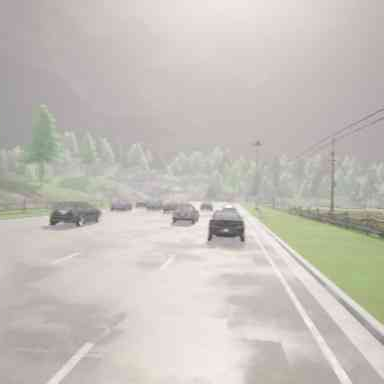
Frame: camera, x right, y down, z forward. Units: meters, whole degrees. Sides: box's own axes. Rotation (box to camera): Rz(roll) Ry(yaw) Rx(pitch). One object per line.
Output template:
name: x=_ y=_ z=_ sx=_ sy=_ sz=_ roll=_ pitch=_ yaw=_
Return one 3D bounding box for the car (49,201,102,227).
car: x=-8.063 y=1.399 z=23.547 sx=2.097 sy=1.767 sz=4.553 roll=2 pitch=-1 yaw=7

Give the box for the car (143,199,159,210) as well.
car: x=-5.163 y=1.983 z=48.851 sx=2.033 sy=1.411 sz=5.357 roll=2 pitch=-1 yaw=7

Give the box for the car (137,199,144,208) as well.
car: x=-8.004 y=1.951 z=54.948 sx=1.812 sy=1.442 sz=4.674 roll=2 pitch=-1 yaw=7

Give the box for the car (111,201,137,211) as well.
car: x=-9.230 y=1.823 z=44.085 sx=1.994 sy=1.385 sz=4.181 roll=2 pitch=-1 yaw=6

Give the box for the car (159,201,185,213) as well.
car: x=-2.448 y=1.946 z=42.694 sx=1.837 sy=1.490 sz=4.892 roll=2 pitch=-1 yaw=7

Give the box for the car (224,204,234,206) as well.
car: x=4.494 y=2.171 z=40.947 sx=2.033 sy=1.411 sz=5.357 roll=2 pitch=-1 yaw=7

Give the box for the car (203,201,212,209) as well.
car: x=2.341 y=2.229 z=52.853 sx=1.812 sy=1.442 sz=4.674 roll=2 pitch=-1 yaw=7

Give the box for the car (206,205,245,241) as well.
car: x=1.938 y=1.759 z=18.665 sx=1.882 sy=1.535 sz=5.008 roll=2 pitch=-1 yaw=7

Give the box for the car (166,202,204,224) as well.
car: x=-0.472 y=1.875 z=28.367 sx=2.033 sy=1.411 sz=5.357 roll=2 pitch=-1 yaw=7
